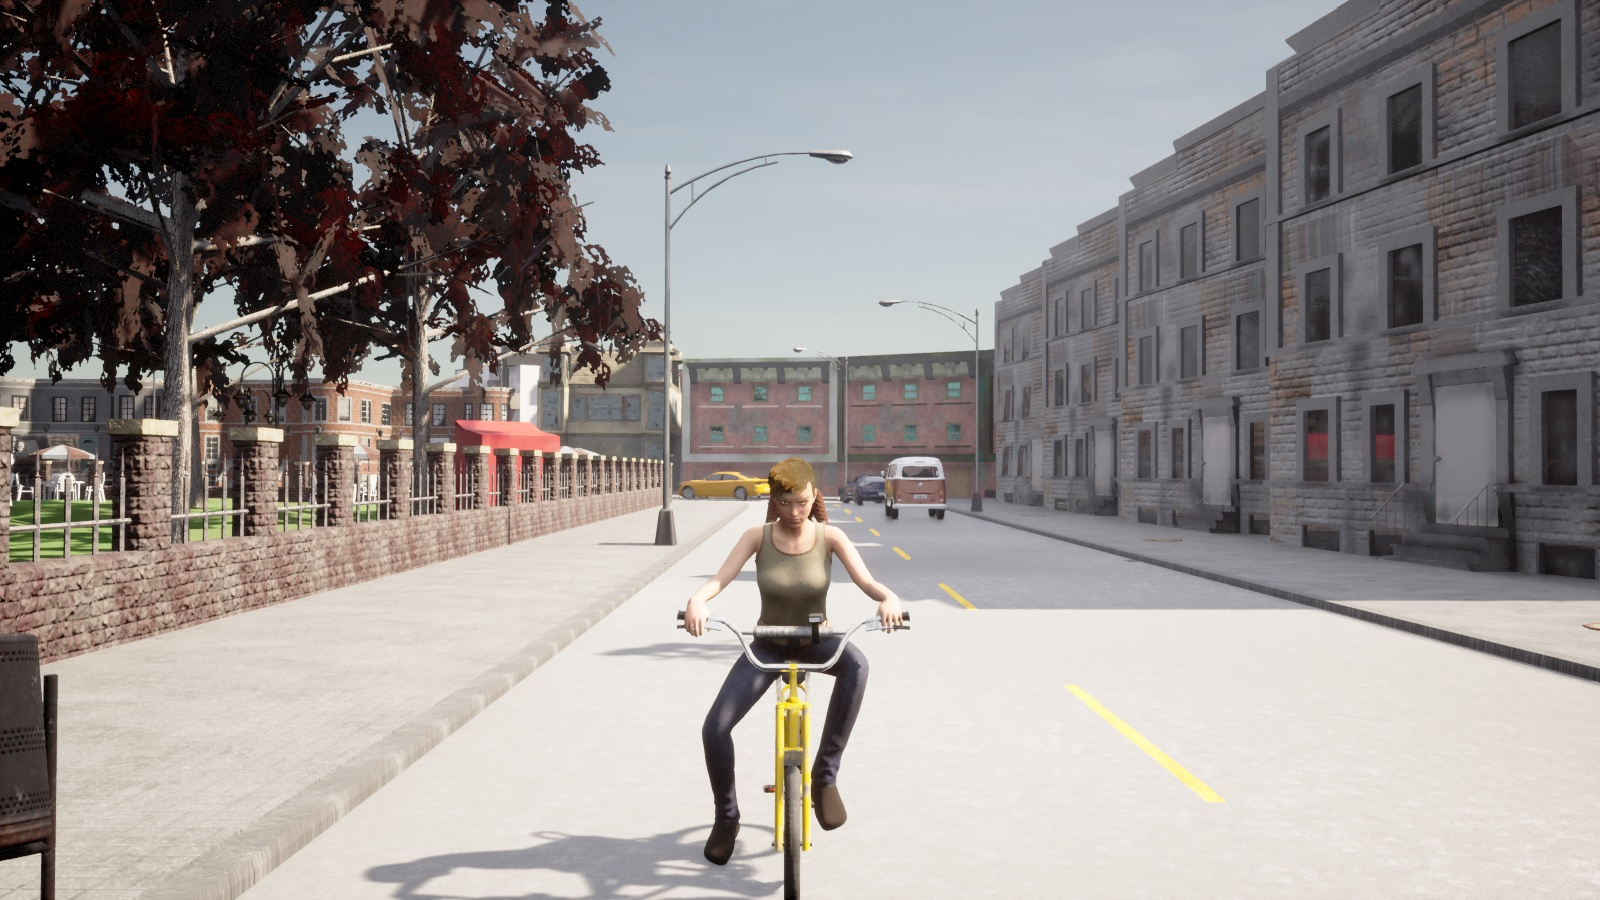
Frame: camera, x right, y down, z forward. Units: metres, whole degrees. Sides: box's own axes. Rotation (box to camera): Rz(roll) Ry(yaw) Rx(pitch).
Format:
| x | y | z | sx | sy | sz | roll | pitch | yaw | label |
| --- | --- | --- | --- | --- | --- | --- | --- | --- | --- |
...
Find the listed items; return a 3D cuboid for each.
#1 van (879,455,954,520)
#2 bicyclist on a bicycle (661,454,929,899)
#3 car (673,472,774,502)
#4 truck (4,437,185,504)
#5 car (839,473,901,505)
| x | y | z | sx | sy | sz | roll | pitch | yaw | label |
| --- | --- | --- | --- | --- | --- | --- | --- | --- | --- |
| 3.851 | 1.230 | 42.248 | 2.069 | 2.038 | 4.480 | 0 | -1 | 0 | van |
| -0.019 | 0.832 | 4.833 | 0.866 | 1.612 | 1.509 | 0 | -1 | 0 | bicyclist on a bicycle |
| -4.064 | 1.921 | 66.326 | 5.008 | 1.535 | 1.882 | 0 | -1 | 22 | car |
| -37.440 | 1.102 | 66.828 | 7.936 | 3.462 | 2.891 | 0 | -1 | 0 | truck |
| 3.268 | 1.820 | 59.201 | 1.812 | 1.442 | 4.674 | 0 | -1 | -11 | car |
